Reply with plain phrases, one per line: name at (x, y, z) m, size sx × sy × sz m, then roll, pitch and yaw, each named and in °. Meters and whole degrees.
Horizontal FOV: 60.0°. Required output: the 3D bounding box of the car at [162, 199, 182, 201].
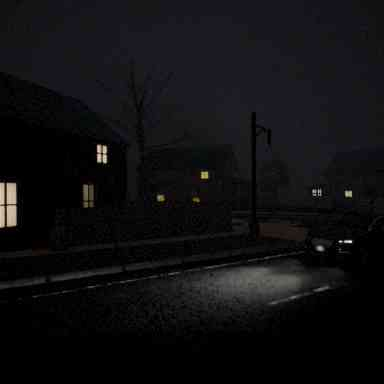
car at (-1.175, 1.359, 25.711) m, size 4.892 × 1.490 × 1.837 m, roll 0°, pitch 1°, yaw 22°

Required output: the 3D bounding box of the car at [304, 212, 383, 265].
car at (5.993, 1.495, 11.797) m, size 4.902 × 1.511 × 2.128 m, roll 0°, pitch 0°, yaw -35°
